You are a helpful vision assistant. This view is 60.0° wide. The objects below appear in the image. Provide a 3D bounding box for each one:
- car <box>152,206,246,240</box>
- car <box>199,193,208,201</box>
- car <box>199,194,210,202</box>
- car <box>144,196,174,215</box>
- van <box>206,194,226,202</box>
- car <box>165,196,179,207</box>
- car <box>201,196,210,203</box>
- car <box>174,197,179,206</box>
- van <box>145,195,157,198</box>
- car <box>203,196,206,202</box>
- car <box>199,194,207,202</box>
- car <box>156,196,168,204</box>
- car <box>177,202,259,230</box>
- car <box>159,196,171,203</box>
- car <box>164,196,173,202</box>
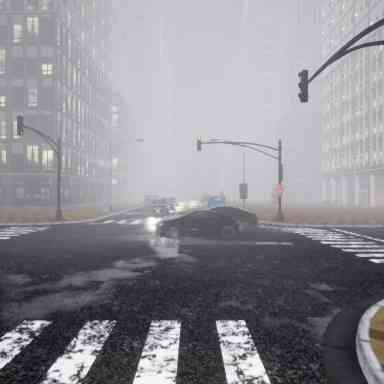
[{"bbox_3d":[0.307,1.565,16.526,4.181,1.385,1.994,0,0,-1],"label":"car"},{"bbox_3d":[2.850,1.309,85.736,2.192,1.841,5.009,0,0,0],"label":"car"},{"bbox_3d":[2.796,1.312,74.657,2.192,1.841,5.009,0,0,0],"label":"car"},{"bbox_3d":[-3.204,1.491,33.268,2.128,1.511,4.902,0,0,-1],"label":"car"},{"bbox_3d":[2.722,1.341,35.886,1.690,1.788,3.998,0,0,0],"label":"van"},{"bbox_3d":[-3.089,1.477,53.193,1.882,1.535,5.008,0,0,1],"label":"car"},{"bbox_3d":[2.768,1.542,69.117,1.887,1.381,4.507,0,0,0],"label":"car"},{"bbox_3d":[-3.148,1.547,43.054,2.033,1.411,5.357,0,0,0],"label":"car"},{"bbox_3d":[-5.718,1.341,47.001,1.690,1.788,3.998,0,0,0],"label":"van"},{"bbox_3d":[2.658,1.544,41.424,1.887,1.381,4.507,0,0,0],"label":"car"},{"bbox_3d":[2.742,1.313,63.578,2.192,1.841,5.009,0,0,0],"label":"car"},{"bbox_3d":[-5.639,1.564,63.618,1.947,1.339,4.313,0,0,0],"label":"car"},{"bbox_3d":[1.601,1.522,19.804,4.674,1.442,1.812,0,0,-1],"label":"car"},{"bbox_3d":[-5.612,1.548,69.157,2.008,1.369,4.403,0,0,0],"label":"car"},{"bbox_3d":[-5.558,1.578,80.236,1.802,1.307,4.206,0,0,0],"label":"car"}]
